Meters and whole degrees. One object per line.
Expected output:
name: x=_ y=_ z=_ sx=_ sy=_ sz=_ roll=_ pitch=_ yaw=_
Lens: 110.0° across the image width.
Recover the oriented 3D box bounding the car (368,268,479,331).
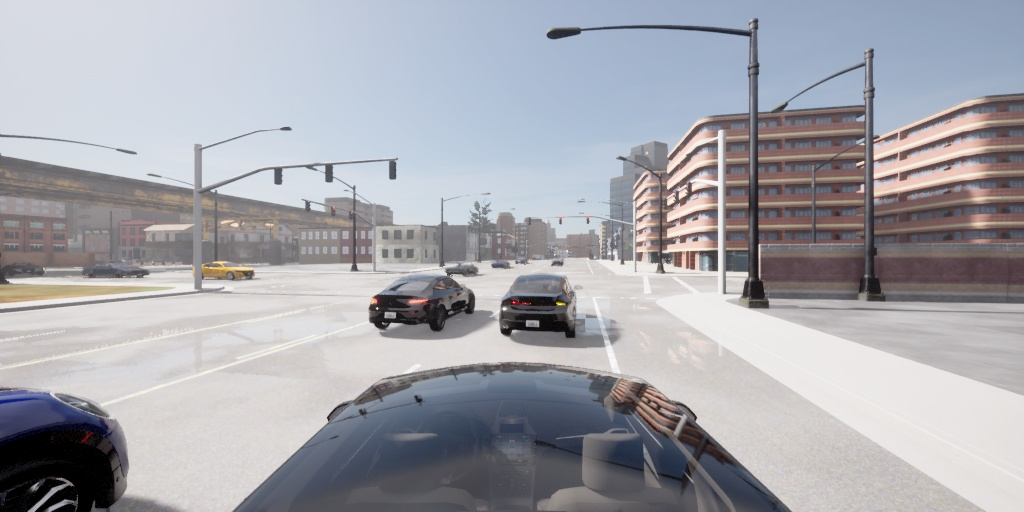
car: x=-2.531 y=1.276 z=10.977 sx=1.812 sy=1.442 sz=4.674 roll=0 pitch=0 yaw=11

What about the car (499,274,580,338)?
car: x=0.914 y=1.255 z=10.335 sx=1.837 sy=1.490 sz=4.892 roll=0 pitch=0 yaw=11

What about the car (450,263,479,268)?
car: x=-4.763 y=1.308 z=34.525 sx=1.895 sy=1.301 sz=4.718 roll=0 pitch=0 yaw=13

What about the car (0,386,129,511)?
car: x=-4.029 y=1.102 z=0.798 sx=2.097 sy=1.767 sz=4.553 roll=0 pitch=0 yaw=4

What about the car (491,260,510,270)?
car: x=-1.571 y=1.188 z=50.340 sx=1.895 sy=1.301 sz=4.718 roll=0 pitch=1 yaw=11

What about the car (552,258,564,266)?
car: x=7.877 y=0.987 z=61.289 sx=1.895 sy=1.301 sz=4.718 roll=0 pitch=1 yaw=11

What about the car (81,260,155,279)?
car: x=-36.020 y=1.298 z=32.560 sx=5.357 sy=1.411 sz=2.033 roll=0 pitch=0 yaw=9

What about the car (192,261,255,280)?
car: x=-24.580 y=1.228 z=30.627 sx=5.008 sy=1.535 sz=1.882 roll=0 pitch=0 yaw=10

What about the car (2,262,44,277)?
car: x=-48.935 y=1.314 z=35.865 sx=4.181 sy=1.385 sz=1.994 roll=0 pitch=0 yaw=27
